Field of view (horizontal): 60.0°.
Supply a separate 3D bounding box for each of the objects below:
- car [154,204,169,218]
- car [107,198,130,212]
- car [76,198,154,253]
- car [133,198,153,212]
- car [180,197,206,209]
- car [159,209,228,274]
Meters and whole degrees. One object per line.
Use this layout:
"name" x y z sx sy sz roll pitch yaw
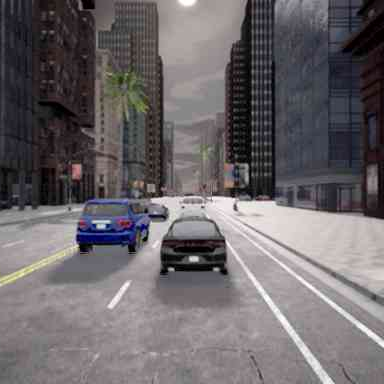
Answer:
"car" -3.164 1.782 30.872 1.994 1.385 4.181 0 0 0
"car" -9.838 1.672 45.113 2.097 1.767 4.553 0 0 0
"car" -3.165 1.322 14.305 2.150 2.045 5.566 0 -1 0
"car" -6.590 1.672 45.115 2.097 1.767 4.553 0 0 0
"car" 0.085 1.428 29.356 2.150 2.045 5.566 0 -1 0
"car" 0.066 1.555 10.894 1.882 1.535 5.008 0 0 0
